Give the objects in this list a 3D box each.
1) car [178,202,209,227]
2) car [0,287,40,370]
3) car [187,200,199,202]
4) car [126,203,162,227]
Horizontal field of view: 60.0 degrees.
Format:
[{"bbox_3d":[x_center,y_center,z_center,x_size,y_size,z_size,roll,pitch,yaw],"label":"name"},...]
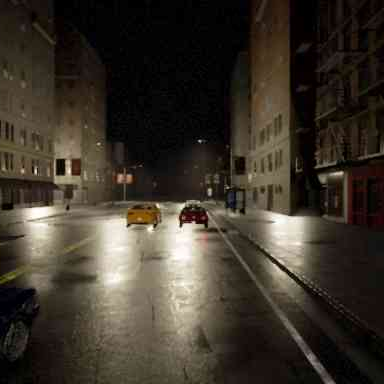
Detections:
[{"bbox_3d":[0.096,1.604,22.618,1.895,1.301,4.718,0,0,0],"label":"car"},{"bbox_3d":[-3.150,1.601,2.744,1.895,1.301,4.718,0,0,0],"label":"car"},{"bbox_3d":[0.094,1.616,39.316,1.895,1.301,4.718,0,0,-2],"label":"car"},{"bbox_3d":[-3.154,1.481,22.526,1.882,1.535,5.008,0,0,0],"label":"car"}]
